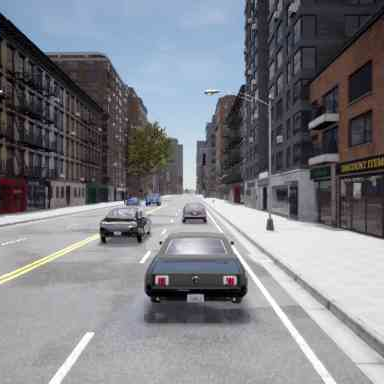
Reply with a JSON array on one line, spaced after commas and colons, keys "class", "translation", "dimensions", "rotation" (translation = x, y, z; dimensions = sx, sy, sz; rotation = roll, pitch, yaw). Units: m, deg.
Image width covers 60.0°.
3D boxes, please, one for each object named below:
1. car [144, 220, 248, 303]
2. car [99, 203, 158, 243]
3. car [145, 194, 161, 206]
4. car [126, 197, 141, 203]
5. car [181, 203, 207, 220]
[{"class": "car", "translation": [0.112, 1.603, 8.145], "dimensions": [1.895, 1.301, 4.718], "rotation": [0, 0, 1]}, {"class": "car", "translation": [-3.108, 1.498, 16.189], "dimensions": [2.128, 1.511, 4.902], "rotation": [0, 0, -1]}, {"class": "car", "translation": [-6.379, 1.267, 55.227], "dimensions": [2.150, 2.045, 5.566], "rotation": [0, 0, 0]}, {"class": "car", "translation": [-9.636, 1.586, 54.651], "dimensions": [1.812, 1.442, 4.674], "rotation": [0, 0, 0]}, {"class": "car", "translation": [0.166, 1.562, 25.881], "dimensions": [2.033, 1.411, 5.357], "rotation": [0, 0, -1]}]
